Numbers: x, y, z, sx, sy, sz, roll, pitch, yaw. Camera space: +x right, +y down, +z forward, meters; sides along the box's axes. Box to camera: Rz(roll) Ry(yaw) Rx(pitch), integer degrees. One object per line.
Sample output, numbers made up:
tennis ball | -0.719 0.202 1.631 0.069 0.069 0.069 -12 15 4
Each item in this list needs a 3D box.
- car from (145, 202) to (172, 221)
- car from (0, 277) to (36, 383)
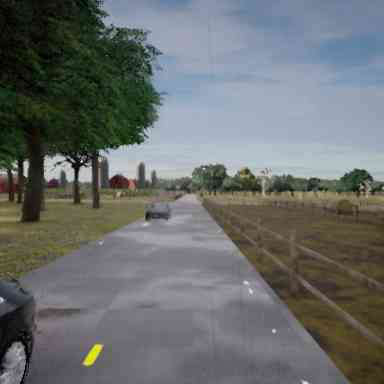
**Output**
car | -2.797 1.605 28.435 1.882 1.535 5.008 0 0 1
car | -2.837 1.516 2.218 1.837 1.490 4.892 0 0 0
